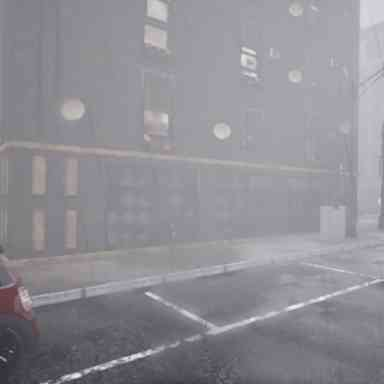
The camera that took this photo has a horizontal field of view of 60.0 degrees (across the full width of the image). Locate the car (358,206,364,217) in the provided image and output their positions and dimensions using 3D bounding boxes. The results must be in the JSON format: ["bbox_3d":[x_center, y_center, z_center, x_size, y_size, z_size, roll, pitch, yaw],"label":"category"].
[{"bbox_3d":[11.740,1.681,28.547,1.812,1.442,4.674,1,-1,-36],"label":"car"}]

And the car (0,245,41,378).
[{"bbox_3d":[-4.080,1.437,3.791,4.097,1.590,1.967,0,1,-36],"label":"car"}]

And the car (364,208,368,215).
[{"bbox_3d":[15.367,1.849,33.429,1.802,1.307,4.206,1,-1,-35],"label":"car"}]
